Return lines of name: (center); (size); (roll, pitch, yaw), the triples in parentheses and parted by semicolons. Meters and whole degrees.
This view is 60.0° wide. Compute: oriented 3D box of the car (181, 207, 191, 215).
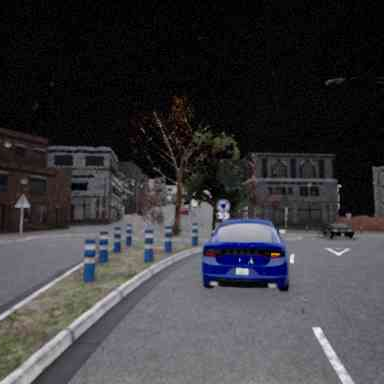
car: (-2.160, 5.513, 94.687); (2.150, 2.045, 5.566); (0, 0, 4)

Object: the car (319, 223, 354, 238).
car: (13.266, 3.570, 30.739); (1.895, 1.301, 4.718); (-1, -6, 9)

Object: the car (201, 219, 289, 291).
car: (1.500, 1.454, 8.968); (1.882, 1.535, 5.008); (-1, -1, 12)
